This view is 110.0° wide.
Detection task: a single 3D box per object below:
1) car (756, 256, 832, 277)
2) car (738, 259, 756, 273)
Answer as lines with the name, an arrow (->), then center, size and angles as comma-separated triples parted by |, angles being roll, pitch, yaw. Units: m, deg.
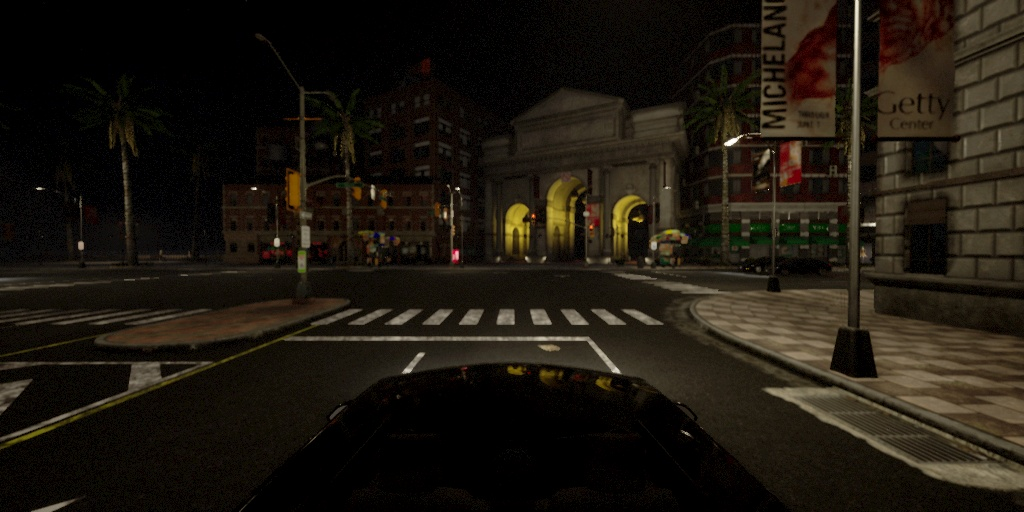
car -> 22.445, 0.842, 28.276 | 4.674, 1.442, 1.812 | -1, 1, 1
car -> 22.705, 0.760, 31.755 | 4.892, 1.490, 1.837 | -1, 1, 1
